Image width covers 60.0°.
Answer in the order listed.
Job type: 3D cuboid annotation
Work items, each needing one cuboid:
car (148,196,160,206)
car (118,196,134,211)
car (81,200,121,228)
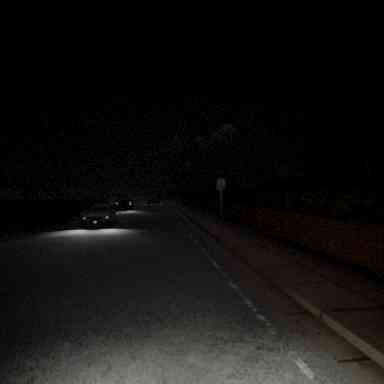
[{"bbox_3d":[-6.194,1.420,53.799,1.812,1.442,4.674,-1,0,-7],"label":"car"},{"bbox_3d":[-8.188,1.327,40.482,2.097,1.767,4.553,-1,0,-6],"label":"car"},{"bbox_3d":[-6.128,1.537,22.405,1.812,1.442,4.674,-1,0,-7],"label":"car"}]
